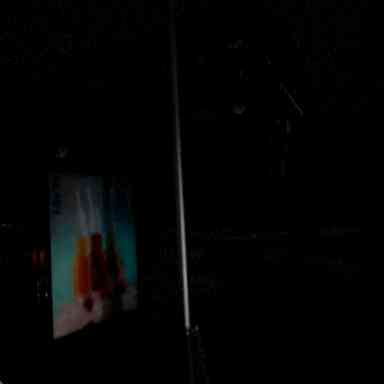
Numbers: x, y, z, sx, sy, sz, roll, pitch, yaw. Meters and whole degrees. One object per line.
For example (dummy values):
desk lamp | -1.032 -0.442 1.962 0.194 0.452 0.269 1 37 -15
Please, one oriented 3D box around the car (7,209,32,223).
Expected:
car | -19.896 2.852 40.414 1.895 1.301 4.718 -4 3 27
